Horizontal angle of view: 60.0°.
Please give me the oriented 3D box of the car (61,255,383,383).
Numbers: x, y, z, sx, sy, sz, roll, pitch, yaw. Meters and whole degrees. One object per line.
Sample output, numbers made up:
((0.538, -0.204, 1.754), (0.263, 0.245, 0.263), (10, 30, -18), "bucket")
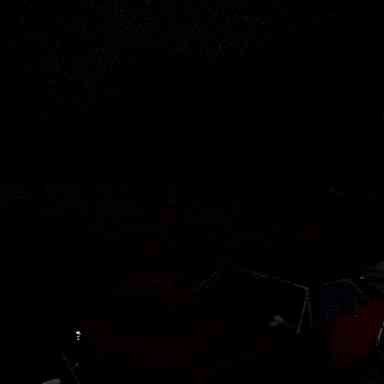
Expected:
((0.943, 1.616, 4.247), (4.718, 1.301, 1.895), (0, 0, -38), "car")
